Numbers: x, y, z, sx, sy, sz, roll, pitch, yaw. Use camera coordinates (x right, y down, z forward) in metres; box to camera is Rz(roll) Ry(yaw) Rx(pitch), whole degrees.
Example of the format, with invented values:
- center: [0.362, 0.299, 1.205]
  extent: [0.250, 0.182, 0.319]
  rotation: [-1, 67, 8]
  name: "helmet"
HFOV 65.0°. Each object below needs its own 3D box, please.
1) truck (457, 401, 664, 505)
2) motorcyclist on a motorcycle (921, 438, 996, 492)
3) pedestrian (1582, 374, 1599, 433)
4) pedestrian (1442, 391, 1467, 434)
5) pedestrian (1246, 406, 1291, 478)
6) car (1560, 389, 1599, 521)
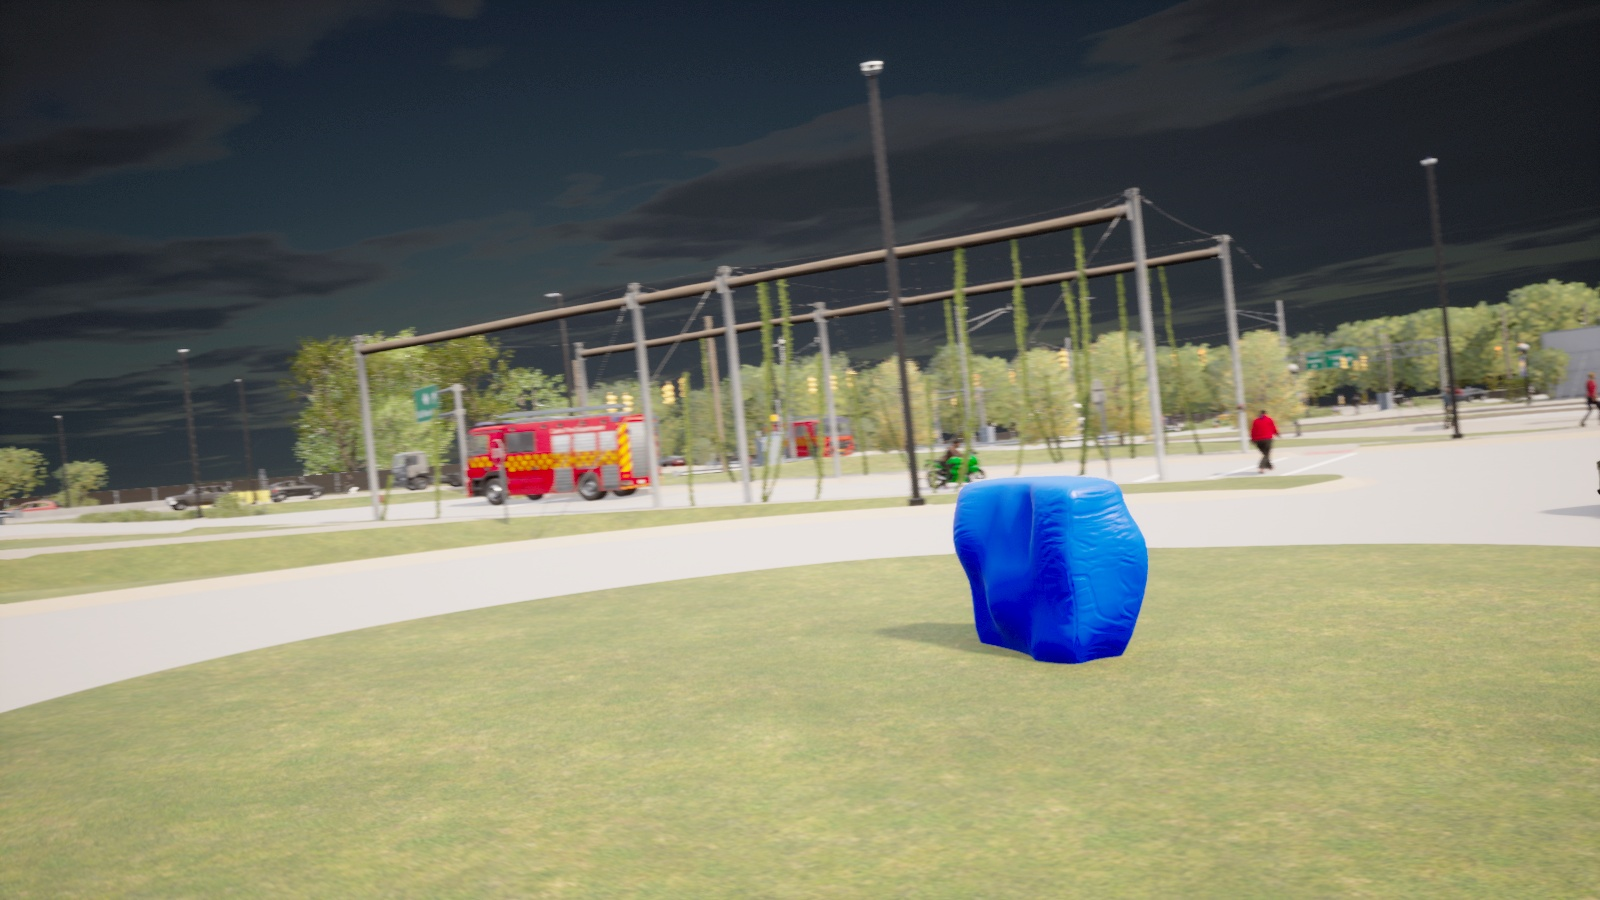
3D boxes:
- center: [-10.169, 0.162, 53.013]
  extent: [8.468, 3.827, 2.891]
  rotation: [-3, 1, 29]
  name: "truck"
- center: [4.942, 0.474, 39.209]
  extent: [2.044, 1.523, 0.797]
  rotation: [-4, 1, 28]
  name: "motorcyclist on a motorcycle"
- center: [25.474, -1.485, 40.067]
  extent: [0.636, 1.846, 0.331]
  rotation: [-6, 0, 1]
  name: "pedestrian"
- center: [28.726, -1.642, 55.116]
  extent: [0.402, 1.842, 0.726]
  rotation: [-6, 0, -36]
  name: "pedestrian"
- center: [12.560, -0.214, 33.664]
  extent: [0.899, 1.844, 0.634]
  rotation: [-6, 0, -43]
  name: "pedestrian"
- center: [11.402, -0.010, 14.082]
  extent: [2.033, 1.649, 4.856]
  rotation: [-4, 1, -13]
  name: "car"
